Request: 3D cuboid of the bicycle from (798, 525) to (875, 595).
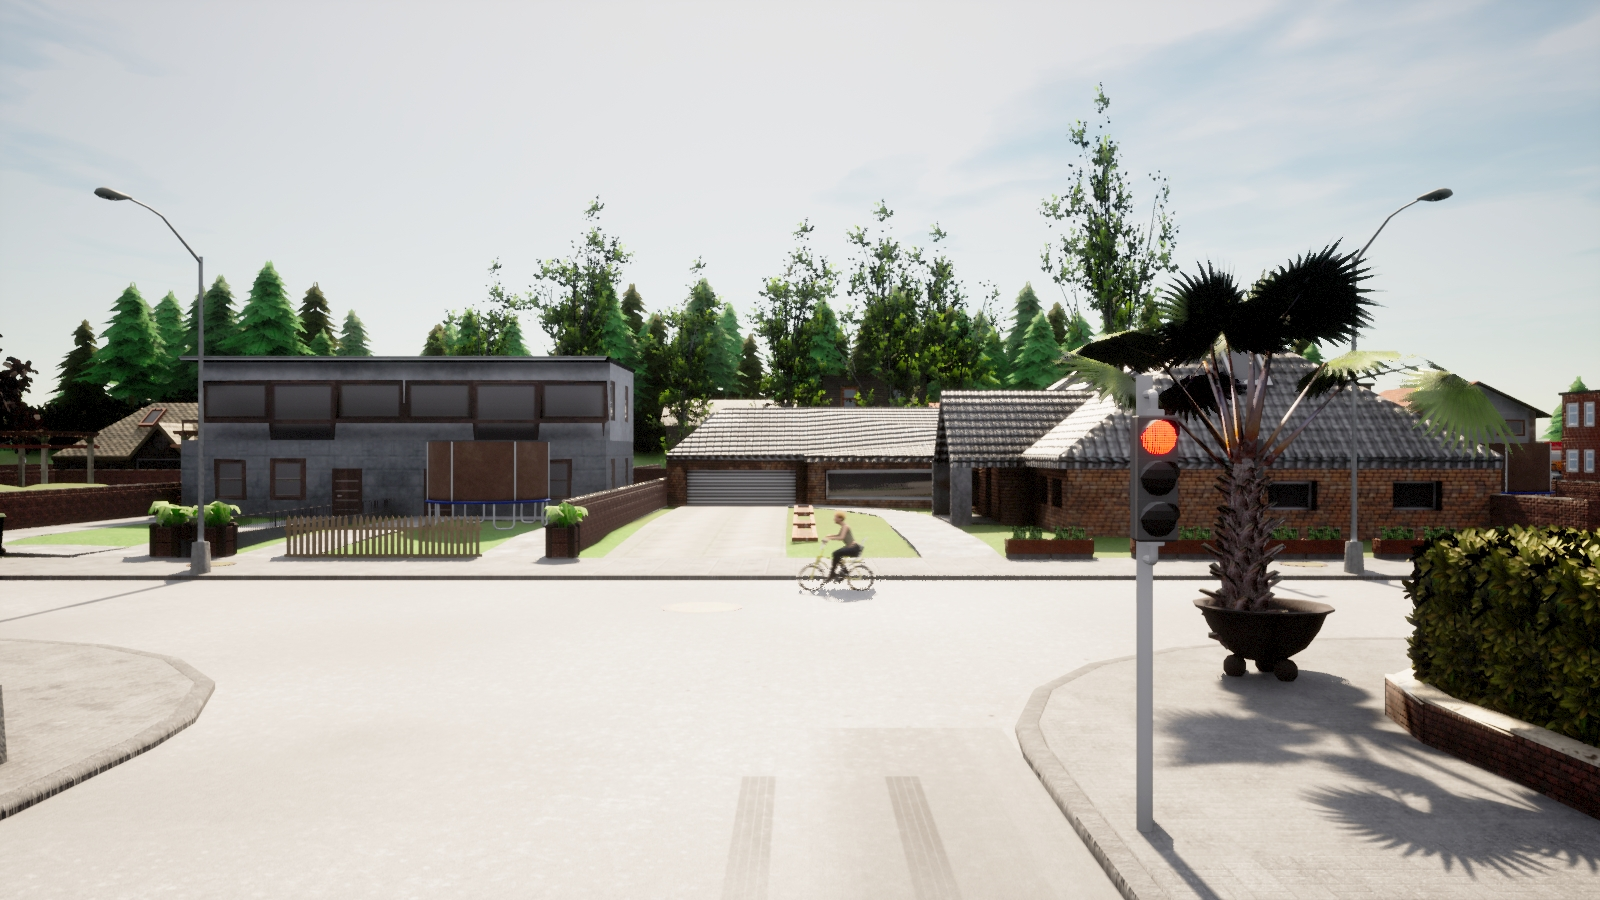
[{"bbox_3d":[0.707,2.149,22.444,1.487,1.276,0.859,0,0,0],"label":"bicycle"}]
